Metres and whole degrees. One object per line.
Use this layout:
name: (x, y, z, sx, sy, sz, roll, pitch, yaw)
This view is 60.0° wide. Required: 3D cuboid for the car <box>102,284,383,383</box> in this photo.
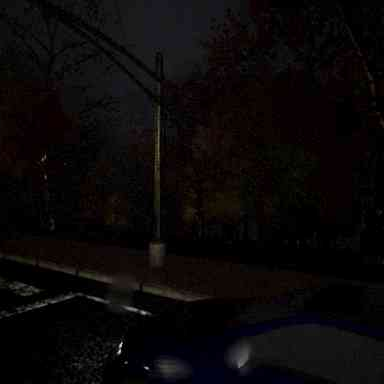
car: (1.158, 1.564, 2.857, 4.181, 1.385, 1.994, 0, 0, 35)
